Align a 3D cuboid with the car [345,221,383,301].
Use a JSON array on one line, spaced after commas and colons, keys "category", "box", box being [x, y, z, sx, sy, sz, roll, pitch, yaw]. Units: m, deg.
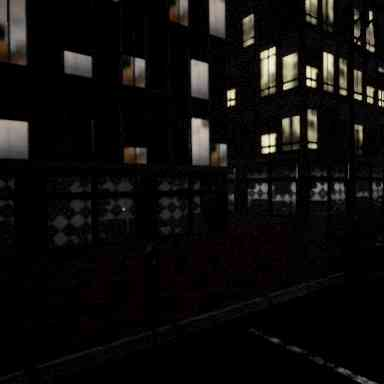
[{"category": "car", "box": [5.149, 1.107, 6.626, 5.009, 1.841, 2.192, -2, 2, -36]}]
